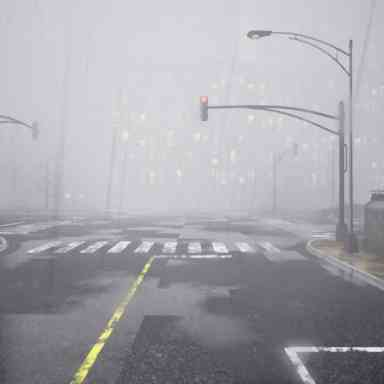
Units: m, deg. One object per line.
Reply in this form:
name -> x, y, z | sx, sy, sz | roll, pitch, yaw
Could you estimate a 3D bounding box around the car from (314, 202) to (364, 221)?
car -> 13.157, 1.690, 29.036 | 4.892, 1.490, 1.837 | 0, 0, -1
